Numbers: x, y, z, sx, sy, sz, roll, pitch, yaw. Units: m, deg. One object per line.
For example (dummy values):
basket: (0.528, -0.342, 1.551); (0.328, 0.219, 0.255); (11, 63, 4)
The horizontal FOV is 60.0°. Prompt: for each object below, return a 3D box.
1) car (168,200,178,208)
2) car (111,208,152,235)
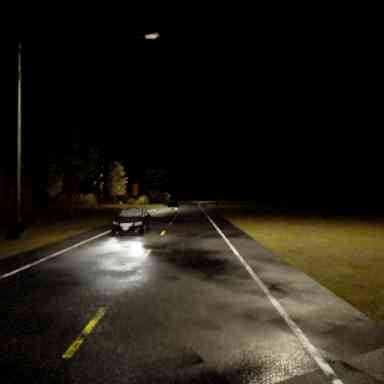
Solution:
car: (-3.510, 2.278, 62.219); (2.033, 1.411, 5.357); (0, -1, 0)
car: (-3.598, 1.731, 20.488); (2.128, 1.511, 4.902); (0, -1, 0)
